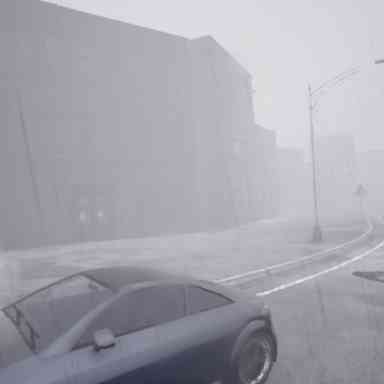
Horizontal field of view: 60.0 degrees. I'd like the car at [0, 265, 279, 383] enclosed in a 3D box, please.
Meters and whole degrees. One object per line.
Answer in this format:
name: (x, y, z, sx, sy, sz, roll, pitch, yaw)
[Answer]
car: (-0.947, 1.595, 3.639, 4.181, 1.385, 1.994, 0, -1, -39)
